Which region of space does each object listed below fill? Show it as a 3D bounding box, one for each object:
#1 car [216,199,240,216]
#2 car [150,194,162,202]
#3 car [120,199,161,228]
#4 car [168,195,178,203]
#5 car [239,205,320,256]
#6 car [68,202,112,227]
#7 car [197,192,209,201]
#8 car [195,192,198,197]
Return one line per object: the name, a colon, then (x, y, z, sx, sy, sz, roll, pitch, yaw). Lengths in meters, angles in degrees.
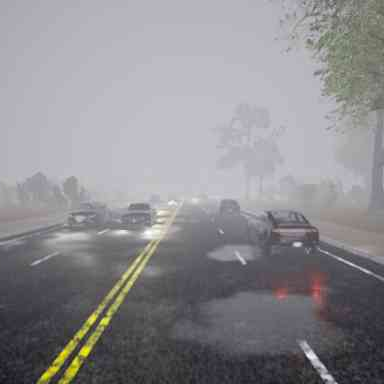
car: (3.293, 1.366, 30.867, 1.882, 1.535, 5.008, 0, 0, 0)
car: (-6.836, 1.221, 63.266, 1.882, 1.535, 5.008, 0, 0, 0)
car: (-3.370, 1.429, 21.740, 1.837, 1.490, 4.892, 0, 0, 0)
car: (-3.588, 1.239, 63.316, 2.128, 1.511, 4.902, 0, 0, 0)
car: (3.347, 1.446, 12.984, 2.128, 1.511, 4.902, 0, 0, 0)
car: (-6.620, 1.415, 22.003, 2.128, 1.511, 4.902, 0, 0, 0)
car: (2.797, 1.193, 74.741, 1.837, 1.490, 4.892, 0, 0, -1)
car: (2.636, 0.984, 85.720, 2.097, 1.767, 4.553, 0, 0, -1)
